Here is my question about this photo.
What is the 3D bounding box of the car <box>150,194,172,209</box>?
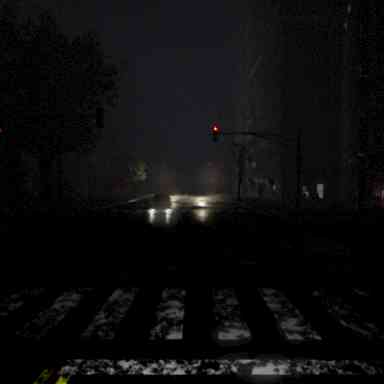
[{"bbox_3d":[-3.174,0.926,34.634,1.882,1.535,5.008,0,2,0],"label":"car"}]
